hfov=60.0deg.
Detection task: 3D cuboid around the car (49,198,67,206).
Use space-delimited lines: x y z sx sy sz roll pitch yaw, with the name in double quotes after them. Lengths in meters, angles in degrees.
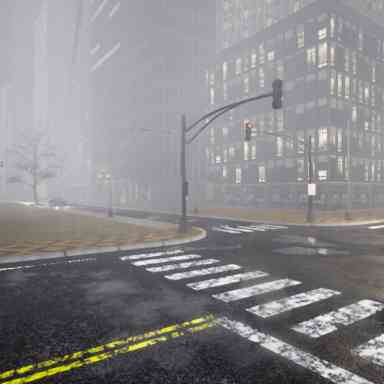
-21.808 1.607 54.157 1.895 1.301 4.718 0 0 -35 "car"
